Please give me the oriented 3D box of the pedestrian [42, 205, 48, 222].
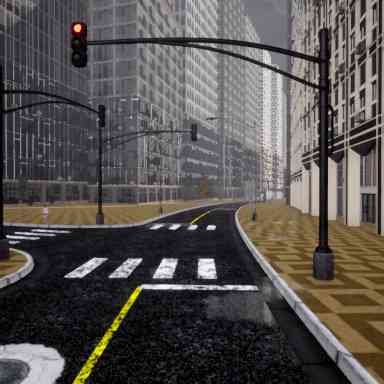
[{"bbox_3d":[-9.295,1.344,21.045,0.500,1.100,0.500,0,0,17],"label":"pedestrian"}]
